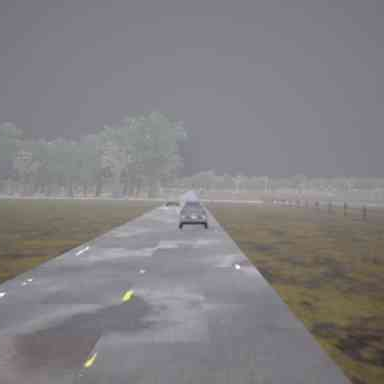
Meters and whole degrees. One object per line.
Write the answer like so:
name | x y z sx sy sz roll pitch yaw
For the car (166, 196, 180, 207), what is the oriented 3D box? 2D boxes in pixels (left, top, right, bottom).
car | -2.779 1.371 49.105 1.882 1.535 5.008 0 0 0

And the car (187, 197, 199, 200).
car | 0.082 1.392 41.418 1.882 1.535 5.008 0 0 0

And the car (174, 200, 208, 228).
car | 0.089 1.510 21.739 2.033 1.411 5.357 0 0 0
